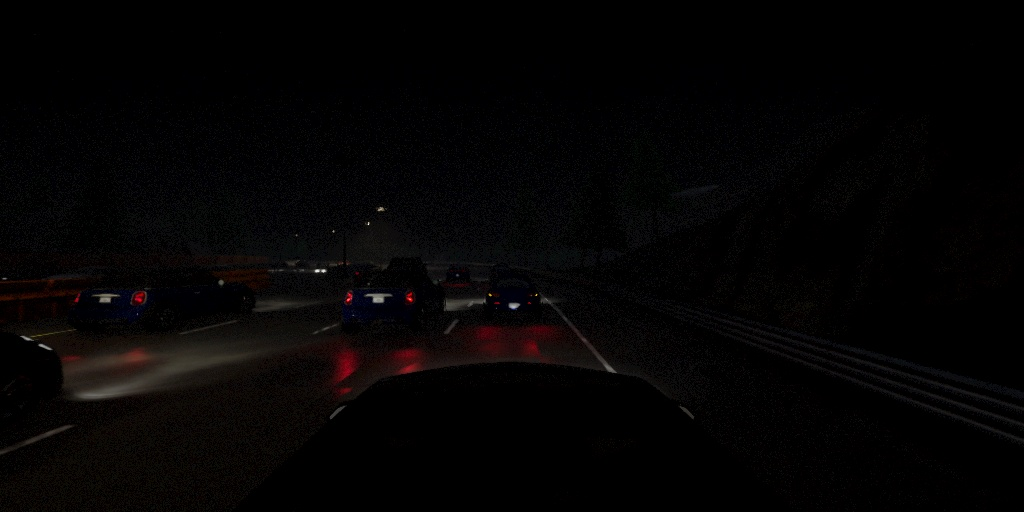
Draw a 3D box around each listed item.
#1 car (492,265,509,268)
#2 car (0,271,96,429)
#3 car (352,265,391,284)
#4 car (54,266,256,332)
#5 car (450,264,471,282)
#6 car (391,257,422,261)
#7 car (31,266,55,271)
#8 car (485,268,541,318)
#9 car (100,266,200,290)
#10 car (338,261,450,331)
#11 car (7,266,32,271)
[{"bbox_3d":[-0.941,1.431,29.603,1.812,1.442,4.674,0,0,-6],"label":"car"},{"bbox_3d":[-6.924,1.118,2.753,2.097,1.767,4.553,0,0,0],"label":"car"},{"bbox_3d":[-11.498,1.487,29.676,1.994,1.385,4.181,0,0,-6],"label":"car"},{"bbox_3d":[-10.461,1.170,11.320,2.097,1.767,4.553,0,0,-1],"label":"car"},{"bbox_3d":[-4.613,1.397,31.064,1.882,1.535,5.008,0,0,-6],"label":"car"},{"bbox_3d":[-7.654,1.122,26.622,2.150,2.045,5.566,0,0,-5],"label":"car"},{"bbox_3d":[-28.761,1.445,24.490,1.812,1.442,4.674,0,0,-5],"label":"car"},{"bbox_3d":[0.011,1.339,13.177,1.812,1.442,4.674,0,0,-1],"label":"car"},{"bbox_3d":[-25.304,1.467,25.464,2.033,1.411,5.357,0,0,-5],"label":"car"},{"bbox_3d":[-3.462,1.160,11.342,2.097,1.767,4.553,0,0,-1],"label":"car"},{"bbox_3d":[-32.245,1.414,24.113,2.128,1.511,4.902,0,0,-5],"label":"car"}]
